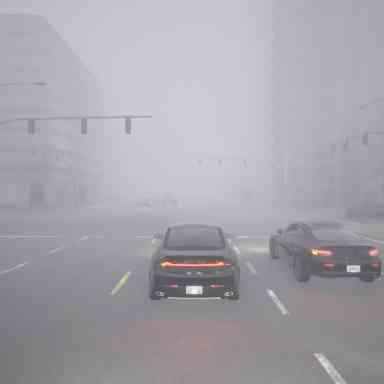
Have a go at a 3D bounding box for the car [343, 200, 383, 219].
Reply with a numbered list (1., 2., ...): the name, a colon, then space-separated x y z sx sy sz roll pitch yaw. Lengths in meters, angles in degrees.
1. car: 15.316 1.564 28.549 4.181 1.385 1.994 0 0 4

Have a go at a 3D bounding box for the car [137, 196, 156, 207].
1. car: -7.092 1.547 50.125 2.033 1.411 5.357 0 0 0

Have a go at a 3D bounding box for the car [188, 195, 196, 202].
1. car: 0.009 1.364 73.874 2.128 1.511 4.902 0 0 0

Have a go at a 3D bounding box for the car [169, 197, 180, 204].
1. car: -3.515 1.601 66.513 1.895 1.301 4.718 0 0 1

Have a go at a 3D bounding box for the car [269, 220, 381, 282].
1. car: 3.565 1.526 9.622 1.812 1.442 4.674 0 0 0

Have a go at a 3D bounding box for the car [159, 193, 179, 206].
1. car: -3.597 1.221 53.365 2.150 2.045 5.566 0 0 1

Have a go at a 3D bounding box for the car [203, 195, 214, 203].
1. car: 3.551 1.502 71.109 1.837 1.490 4.892 0 0 0

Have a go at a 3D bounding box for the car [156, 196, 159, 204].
1. car: -7.044 1.477 63.351 1.882 1.535 5.008 0 0 0

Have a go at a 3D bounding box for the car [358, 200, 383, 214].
1. car: 20.850 1.547 35.482 5.357 1.411 2.033 0 0 1

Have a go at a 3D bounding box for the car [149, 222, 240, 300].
1. car: 0.059 1.505 8.366 1.837 1.490 4.892 0 0 0
